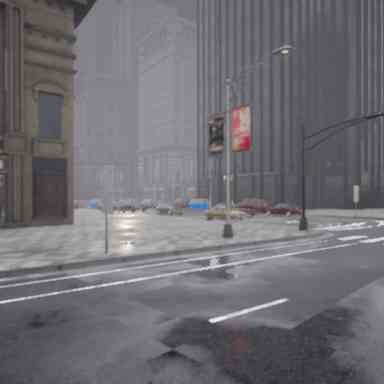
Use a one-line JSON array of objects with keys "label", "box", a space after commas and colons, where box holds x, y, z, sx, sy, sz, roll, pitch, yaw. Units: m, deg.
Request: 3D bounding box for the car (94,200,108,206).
[{"label": "car", "box": [-22.371, 2.665, 81.647, 1.947, 1.339, 4.313, -1, 0, -35]}]

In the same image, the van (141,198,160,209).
[{"label": "van", "box": [-7.690, 2.106, 61.084, 1.690, 1.788, 3.998, -1, 0, -35]}]

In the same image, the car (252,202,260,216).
[{"label": "car", "box": [4.297, 1.985, 34.099, 1.895, 1.301, 4.718, 0, -1, -35]}]

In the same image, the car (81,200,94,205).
[{"label": "car", "box": [-28.405, 2.780, 90.124, 2.008, 1.369, 4.403, -1, 0, -35]}]

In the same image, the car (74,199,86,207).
[{"label": "car", "box": [-22.573, 2.403, 67.229, 1.967, 1.590, 4.097, -1, 0, -35]}]

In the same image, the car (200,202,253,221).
[{"label": "car", "box": [3.133, 1.891, 31.124, 1.752, 1.417, 4.829, -1, 0, -35]}]

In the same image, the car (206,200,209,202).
[{"label": "car", "box": [4.097, 2.072, 44.494, 1.802, 1.307, 4.206, -1, 0, -35]}]

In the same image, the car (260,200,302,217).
[{"label": "car", "box": [9.988, 1.896, 36.199, 1.887, 1.381, 4.507, -1, 0, -35]}]

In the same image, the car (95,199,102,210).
[{"label": "car", "box": [-13.969, 2.206, 55.143, 1.967, 1.590, 4.097, -1, 0, -35]}]

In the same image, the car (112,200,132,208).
[{"label": "car", "box": [-13.675, 2.334, 64.685, 1.882, 1.535, 5.008, 0, -1, -35]}]

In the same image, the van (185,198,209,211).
[{"label": "van", "box": [1.147, 1.900, 48.642, 1.690, 1.788, 3.998, -1, 0, -35]}]

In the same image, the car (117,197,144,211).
[{"label": "car", "box": [-10.074, 1.945, 54.377, 2.150, 2.045, 5.566, 0, -1, -35]}]

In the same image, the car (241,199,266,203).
[{"label": "car", "box": [7.037, 1.736, 40.347, 2.192, 1.841, 5.009, -1, 0, -35]}]

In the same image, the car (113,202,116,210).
[{"label": "car", "box": [-11.134, 2.245, 51.163, 1.887, 1.381, 4.507, -1, 0, -35]}]

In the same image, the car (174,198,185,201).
[{"label": "car", "box": [-1.799, 1.943, 52.789, 2.192, 1.841, 5.009, -1, 0, -35]}]

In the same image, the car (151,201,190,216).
[{"label": "car", "box": [-2.632, 2.052, 39.222, 2.008, 1.369, 4.403, -1, 0, -35]}]

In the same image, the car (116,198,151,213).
[{"label": "car", "box": [-8.305, 1.949, 47.183, 2.192, 1.841, 5.009, -1, 0, -35]}]

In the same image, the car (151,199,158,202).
[{"label": "car", "box": [-7.678, 2.319, 56.313, 1.895, 1.301, 4.718, 0, -1, -35]}]

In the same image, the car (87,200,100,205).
[{"label": "car", "box": [-25.388, 2.731, 85.886, 1.947, 1.339, 4.313, -1, 0, -35]}]

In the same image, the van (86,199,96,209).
[{"label": "van", "box": [-16.805, 2.172, 59.124, 1.690, 1.788, 3.998, -1, 0, -35]}]
